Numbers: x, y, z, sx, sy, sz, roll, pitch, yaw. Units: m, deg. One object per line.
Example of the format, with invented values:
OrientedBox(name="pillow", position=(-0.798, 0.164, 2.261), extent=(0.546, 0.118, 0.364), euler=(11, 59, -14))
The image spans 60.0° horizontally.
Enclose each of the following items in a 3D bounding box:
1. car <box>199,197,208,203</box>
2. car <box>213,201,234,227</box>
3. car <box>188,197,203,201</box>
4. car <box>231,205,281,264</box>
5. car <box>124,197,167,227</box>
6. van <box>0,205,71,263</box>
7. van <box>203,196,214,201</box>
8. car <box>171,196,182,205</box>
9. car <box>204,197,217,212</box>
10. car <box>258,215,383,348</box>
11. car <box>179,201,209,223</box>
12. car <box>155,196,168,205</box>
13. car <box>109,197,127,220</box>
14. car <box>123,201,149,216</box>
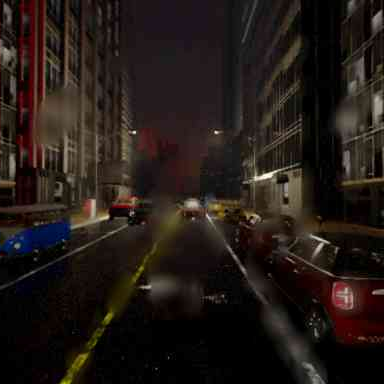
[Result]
OrientedBox(name="car", position=(2.730, 1.804, 78.808), extent=(1.802, 1.307, 4.206), euler=(1, 0, 0))
OrientedBox(name="car", position=(2.712, 1.588, 23.205), extent=(1.752, 1.417, 4.829), euler=(1, 0, 0))
OrientedBox(name="car", position=(0.114, 1.649, 44.335), extent=(1.812, 1.442, 4.674), euler=(0, 0, 0))
OrientedBox(name="car", position=(2.709, 1.472, 11.881), extent=(1.967, 1.590, 4.097), euler=(1, 0, 0))
OrientedBox(name="car", position=(-3.090, 1.416, 23.316), extent=(2.097, 1.767, 4.553), euler=(0, 0, 0))
OrientedBox(name="van", position=(-5.678, 1.374, 11.777), extent=(1.690, 1.788, 3.998), euler=(1, 0, 0))
OrientedBox(name="van", position=(2.725, 1.483, 50.922), extent=(1.690, 1.788, 3.998), euler=(1, 0, 0))
OrientedBox(name="car", position=(-2.994, 1.535, 65.481), extent=(2.097, 1.767, 4.553), euler=(0, 0, 0))
OrientedBox(name="car", position=(2.718, 1.636, 39.937), extent=(1.752, 1.417, 4.829), euler=(1, 0, 0))
OrientedBox(name="car", position=(2.707, 1.457, 6.304), extent=(1.967, 1.590, 4.097), euler=(1, 0, 0))
OrientedBox(name="car", position=(0.108, 1.673, 26.499), extent=(1.895, 1.301, 4.718), euler=(0, 0, 0))
OrientedBox(name="car", position=(-5.620, 1.614, 61.953), extent=(1.967, 1.590, 4.097), euler=(1, 0, 0))
OrientedBox(name="car", position=(-5.630, 1.394, 28.501), extent=(2.192, 1.841, 5.009), euler=(1, 0, 0))
OrientedBox(name="car", position=(-5.632, 1.660, 34.076), extent=(1.947, 1.339, 4.313), euler=(1, 0, 0))
